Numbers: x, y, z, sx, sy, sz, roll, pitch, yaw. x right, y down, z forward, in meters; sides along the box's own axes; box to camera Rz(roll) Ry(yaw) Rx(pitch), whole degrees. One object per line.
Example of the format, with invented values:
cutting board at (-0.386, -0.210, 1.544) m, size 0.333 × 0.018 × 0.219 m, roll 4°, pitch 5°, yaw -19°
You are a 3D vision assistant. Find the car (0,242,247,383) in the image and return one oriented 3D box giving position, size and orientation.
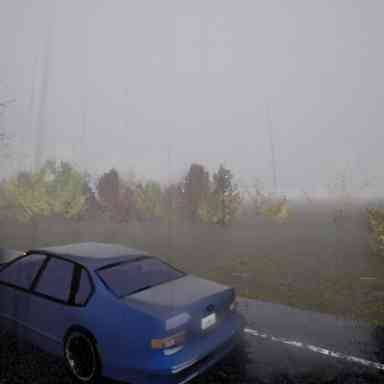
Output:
car at (-1.842, 1.548, 5.338) m, size 5.357 × 1.411 × 2.033 m, roll 0°, pitch 0°, yaw 36°
